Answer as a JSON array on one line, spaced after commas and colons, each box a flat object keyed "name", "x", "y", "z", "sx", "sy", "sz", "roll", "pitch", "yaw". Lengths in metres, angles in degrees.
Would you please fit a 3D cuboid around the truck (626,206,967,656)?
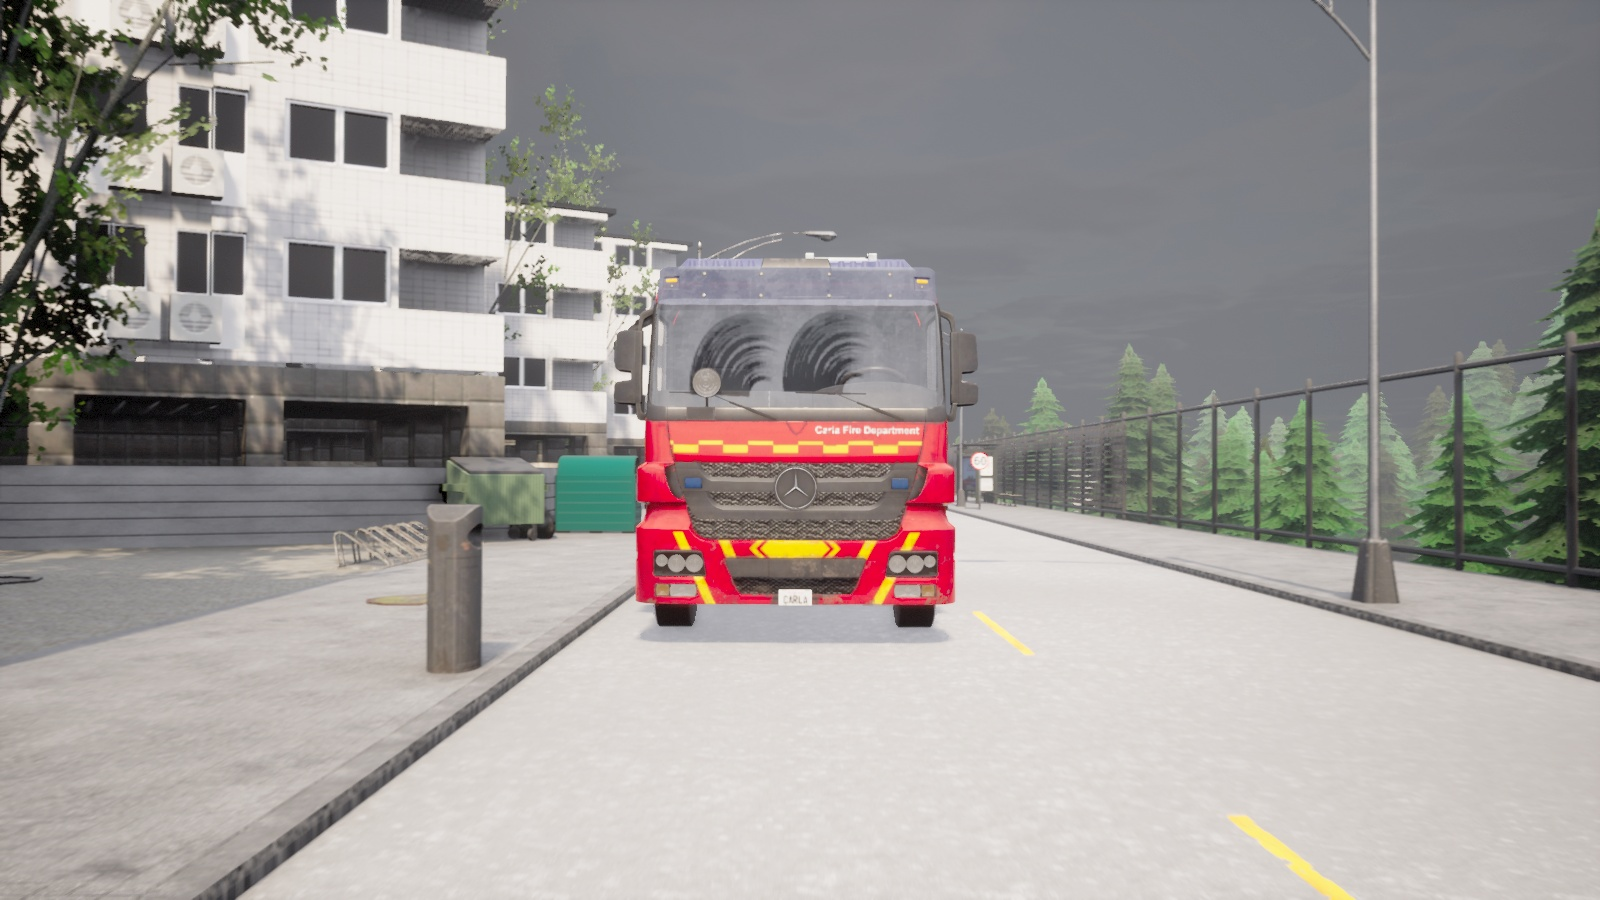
[{"name": "truck", "x": -0.043, "y": -0.100, "z": 14.943, "sx": 2.891, "sy": 3.827, "sz": 8.468, "roll": 0, "pitch": -1, "yaw": 0}]
